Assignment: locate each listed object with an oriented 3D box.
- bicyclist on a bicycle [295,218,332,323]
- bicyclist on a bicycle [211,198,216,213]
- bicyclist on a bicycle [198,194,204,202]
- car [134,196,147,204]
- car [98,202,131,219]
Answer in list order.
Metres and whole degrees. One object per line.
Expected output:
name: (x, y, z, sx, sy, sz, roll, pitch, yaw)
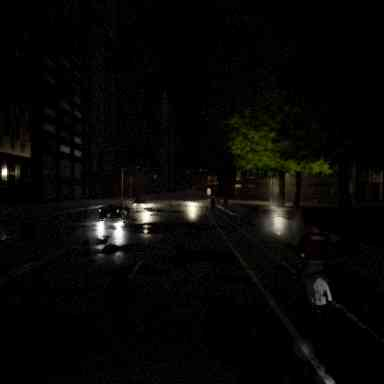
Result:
bicyclist on a bicycle: (2.234, 1.363, 6.295, 0.659, 1.776, 1.843, 0, 0, 0)
bicyclist on a bicycle: (2.269, 1.419, 35.477, 0.582, 1.620, 1.656, 0, 0, 0)
bicyclist on a bicycle: (2.261, 1.379, 72.619, 0.659, 1.776, 1.843, 0, 1, 0)
car: (-9.775, 1.519, 63.393, 1.812, 1.442, 4.674, 0, 0, 0)
car: (-6.611, 1.569, 28.589, 1.895, 1.301, 4.718, 0, 0, 0)
